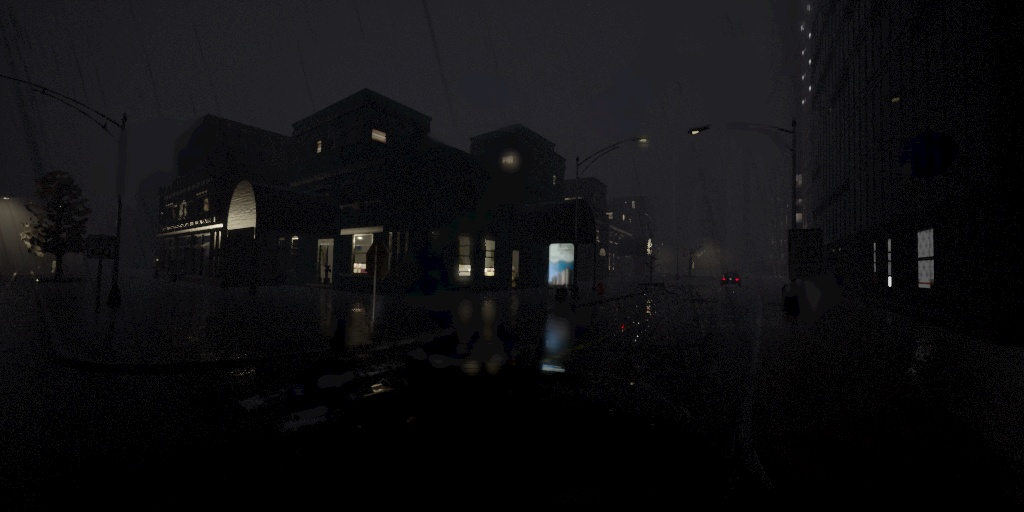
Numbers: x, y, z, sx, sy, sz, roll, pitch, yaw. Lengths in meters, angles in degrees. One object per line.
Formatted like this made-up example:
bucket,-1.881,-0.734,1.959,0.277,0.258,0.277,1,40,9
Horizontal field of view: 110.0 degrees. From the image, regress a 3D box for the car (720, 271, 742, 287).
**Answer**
car,23.096,2.420,37.822,2.033,1.411,5.357,0,-1,32
